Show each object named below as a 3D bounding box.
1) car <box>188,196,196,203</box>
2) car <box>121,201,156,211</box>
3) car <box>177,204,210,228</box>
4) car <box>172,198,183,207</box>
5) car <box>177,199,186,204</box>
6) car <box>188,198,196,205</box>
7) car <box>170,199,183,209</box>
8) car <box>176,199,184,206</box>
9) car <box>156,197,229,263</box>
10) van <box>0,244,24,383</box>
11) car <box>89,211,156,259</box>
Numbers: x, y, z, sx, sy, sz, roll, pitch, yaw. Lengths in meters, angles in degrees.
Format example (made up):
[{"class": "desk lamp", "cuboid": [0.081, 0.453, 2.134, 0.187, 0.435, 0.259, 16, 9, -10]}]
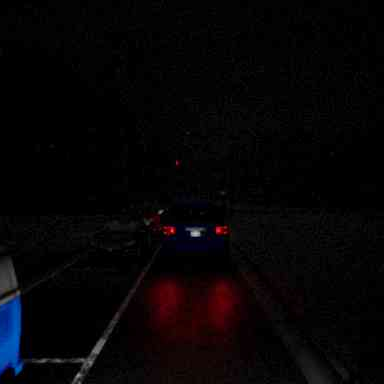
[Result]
[{"class": "car", "cuboid": [0.014, 2.108, 90.955, 2.097, 1.767, 4.553, 0, -1, 0]}, {"class": "car", "cuboid": [-2.636, 1.445, 18.309, 2.192, 1.841, 5.009, 0, 0, 0]}, {"class": "car", "cuboid": [0.124, 1.670, 24.439, 2.128, 1.511, 4.902, 0, 0, 1]}, {"class": "car", "cuboid": [-2.631, 1.996, 62.143, 1.967, 1.590, 4.097, 0, -1, 0]}, {"class": "car", "cuboid": [-2.629, 2.389, 84.896, 2.008, 1.369, 4.403, 0, -1, 0]}, {"class": "car", "cuboid": [0.013, 2.251, 80.562, 1.882, 1.535, 5.008, 0, -1, 0]}, {"class": "car", "cuboid": [-2.633, 1.931, 56.456, 1.967, 1.590, 4.097, 0, -1, 0]}, {"class": "car", "cuboid": [-2.630, 2.274, 73.519, 1.802, 1.307, 4.206, 0, -1, 0]}, {"class": "car", "cuboid": [0.101, 1.311, 12.418, 2.150, 2.045, 5.566, 0, 0, 0]}, {"class": "van", "cuboid": [-2.638, 1.355, 1.917, 1.690, 1.788, 3.998, 0, 0, 0]}, {"class": "car", "cuboid": [-2.636, 1.640, 12.844, 2.008, 1.369, 4.403, 0, 0, 0]}]
